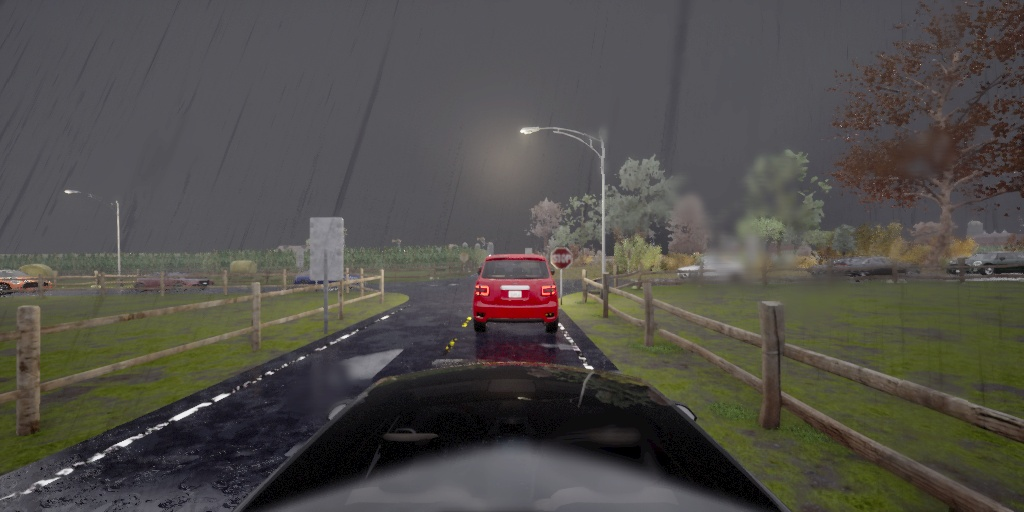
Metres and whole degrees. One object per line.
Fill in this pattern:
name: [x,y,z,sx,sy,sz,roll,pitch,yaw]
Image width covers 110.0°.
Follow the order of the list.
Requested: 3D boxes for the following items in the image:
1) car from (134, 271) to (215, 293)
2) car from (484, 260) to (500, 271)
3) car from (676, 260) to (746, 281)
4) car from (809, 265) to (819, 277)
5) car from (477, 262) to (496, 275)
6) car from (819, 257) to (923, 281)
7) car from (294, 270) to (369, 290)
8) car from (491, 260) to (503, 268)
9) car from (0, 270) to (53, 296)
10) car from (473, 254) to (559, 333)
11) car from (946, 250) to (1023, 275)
car: [-22.633,1.721,24.132,4.181,1.385,1.994,-1,0,1]
car: [-2.808,1.345,51.153,2.033,1.411,5.357,0,0,0]
car: [14.570,1.002,26.347,4.674,1.442,1.812,-1,0,1]
car: [24.438,0.829,26.151,4.674,1.442,1.812,-1,0,1]
car: [-2.812,1.383,40.732,1.895,1.301,4.718,0,0,0]
car: [23.495,0.815,23.242,4.902,1.511,2.128,-1,0,1]
car: [-11.834,1.482,23.579,4.674,1.442,1.812,-1,0,5]
car: [-2.766,1.390,65.254,1.994,1.385,4.181,0,0,0]
car: [-34.434,1.732,24.367,4.553,1.767,2.097,-1,0,1]
car: [0.152,0.973,10.925,2.150,2.045,5.566,0,0,2]
car: [34.610,0.482,25.945,4.553,1.767,2.097,-1,0,1]
